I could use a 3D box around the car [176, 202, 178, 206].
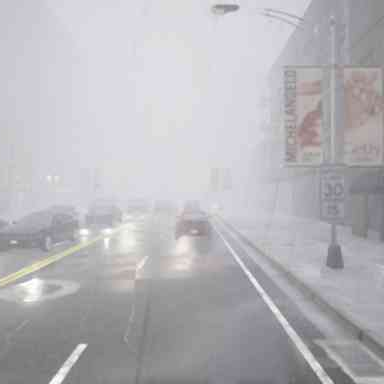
[{"bbox_3d":[-3.219,2.033,50.828,1.994,1.385,4.181,0,0,0],"label":"car"}]

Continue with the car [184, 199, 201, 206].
[{"bbox_3d":[0.053,1.741,42.103,2.097,1.767,4.553,0,-1,0],"label":"car"}]

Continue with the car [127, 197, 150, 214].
[{"bbox_3d":[-6.546,1.696,41.269,2.150,2.045,5.566,0,-1,0],"label":"car"}]

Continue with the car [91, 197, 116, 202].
[{"bbox_3d":[-9.828,1.562,37.199,2.150,2.045,5.566,0,-1,0],"label":"car"}]

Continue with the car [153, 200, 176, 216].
[{"bbox_3d":[-3.183,1.699,37.718,2.097,1.767,4.553,0,-1,-1],"label":"car"}]

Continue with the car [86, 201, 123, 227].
[{"bbox_3d":[-6.616,1.709,25.409,1.882,1.535,5.008,0,-1,0],"label":"car"}]

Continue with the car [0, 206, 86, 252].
[{"bbox_3d":[-6.606,1.609,14.824,1.882,1.535,5.008,0,-1,0],"label":"car"}]

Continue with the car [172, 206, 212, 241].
[{"bbox_3d":[0.081,1.687,17.714,1.812,1.442,4.674,0,-1,0],"label":"car"}]
